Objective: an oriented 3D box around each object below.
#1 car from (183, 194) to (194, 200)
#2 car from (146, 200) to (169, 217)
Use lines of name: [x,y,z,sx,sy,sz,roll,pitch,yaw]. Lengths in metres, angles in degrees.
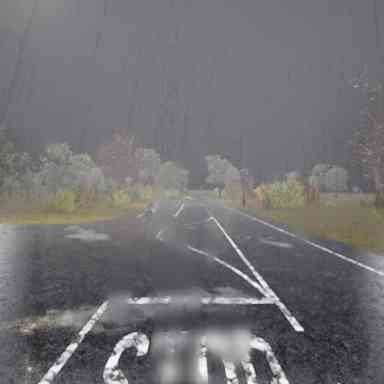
car: [-1.389,1.738,95.199,1.895,1.301,4.718,0,0,8]
car: [-3.332,1.574,32.356,2.128,1.511,4.902,0,0,0]
